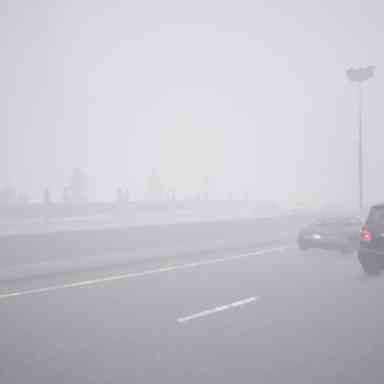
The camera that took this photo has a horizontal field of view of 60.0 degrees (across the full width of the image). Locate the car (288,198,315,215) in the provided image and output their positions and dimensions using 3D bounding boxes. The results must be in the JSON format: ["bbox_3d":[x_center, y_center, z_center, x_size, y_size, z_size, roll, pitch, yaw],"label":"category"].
[{"bbox_3d":[12.353,1.757,37.782,1.882,1.535,5.008,0,-1,33],"label":"car"}]

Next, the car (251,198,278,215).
[{"bbox_3d":[8.346,1.789,38.073,1.837,1.490,4.892,0,-1,34],"label":"car"}]

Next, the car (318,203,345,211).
[{"bbox_3d":[14.615,1.850,34.803,1.895,1.301,4.718,0,-1,34],"label":"car"}]

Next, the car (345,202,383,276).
[{"bbox_3d":[6.780,1.275,9.545,5.566,2.045,2.150,0,0,-42],"label":"car"}]

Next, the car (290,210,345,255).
[{"bbox_3d":[6.120,1.643,13.742,4.181,1.385,1.994,0,-1,-43],"label":"car"}]
